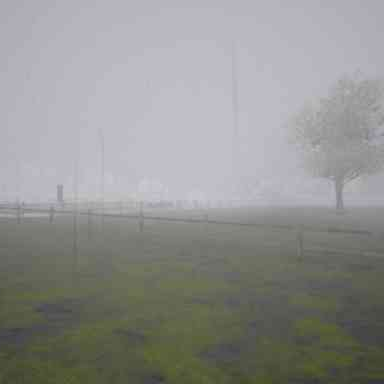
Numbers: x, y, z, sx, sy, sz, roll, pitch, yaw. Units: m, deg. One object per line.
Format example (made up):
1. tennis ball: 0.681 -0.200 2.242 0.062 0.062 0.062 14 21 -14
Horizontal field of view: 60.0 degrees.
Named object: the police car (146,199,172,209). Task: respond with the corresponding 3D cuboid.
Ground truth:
1. police car: -5.456 1.925 55.069 1.930 1.638 5.238 -1 -1 36
